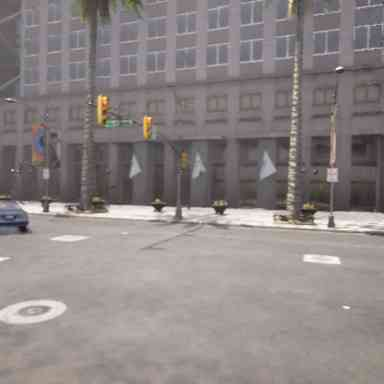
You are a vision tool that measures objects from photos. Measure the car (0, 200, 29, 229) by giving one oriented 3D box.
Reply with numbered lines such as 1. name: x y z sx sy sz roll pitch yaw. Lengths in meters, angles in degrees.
1. car: -9.931 1.143 17.294 2.033 1.411 5.357 1 1 -38
